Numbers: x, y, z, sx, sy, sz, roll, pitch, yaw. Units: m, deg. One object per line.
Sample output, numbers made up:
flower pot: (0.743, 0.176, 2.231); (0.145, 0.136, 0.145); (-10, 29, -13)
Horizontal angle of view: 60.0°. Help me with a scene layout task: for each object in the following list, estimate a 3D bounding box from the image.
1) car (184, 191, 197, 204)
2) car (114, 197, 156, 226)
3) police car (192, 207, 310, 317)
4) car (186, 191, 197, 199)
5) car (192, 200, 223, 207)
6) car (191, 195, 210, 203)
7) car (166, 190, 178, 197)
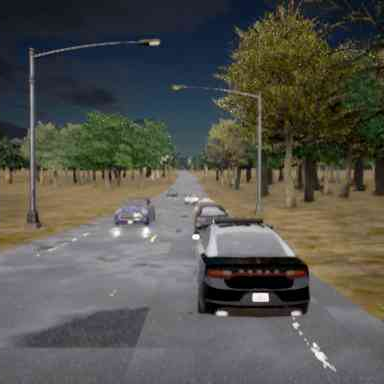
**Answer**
car: (-0.040, 0.954, 45.129); (1.895, 1.301, 4.718); (0, 2, 0)
car: (-3.624, 1.153, 21.758); (2.097, 1.767, 4.553); (0, 1, 0)
police car: (1.043, 1.383, 7.652); (1.930, 1.638, 5.238); (0, 0, 0)
car: (-0.080, 0.499, 58.230); (1.895, 1.301, 4.718); (0, 2, 0)
car: (1.029, 1.384, 17.542); (1.812, 1.442, 4.674); (0, 1, 0)
car: (1.020, 1.231, 23.730); (1.801, 1.575, 5.366); (0, 1, 0)
car: (-3.644, 0.285, 62.382); (1.994, 1.385, 4.181); (0, 3, 0)
